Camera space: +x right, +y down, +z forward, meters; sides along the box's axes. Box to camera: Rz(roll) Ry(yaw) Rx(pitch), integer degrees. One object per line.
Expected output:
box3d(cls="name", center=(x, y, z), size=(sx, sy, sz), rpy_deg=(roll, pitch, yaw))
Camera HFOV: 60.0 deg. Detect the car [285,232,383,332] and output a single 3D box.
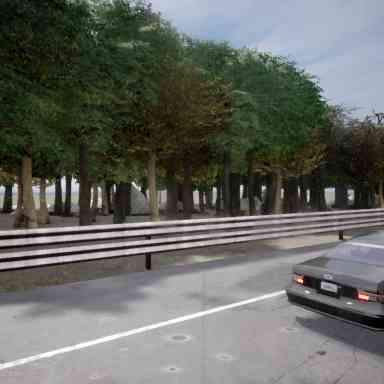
box3d(cls="car", center=(4.209, 1.547, 6.727), size=(5.357, 1.411, 2.033), rpy_deg=(0, 0, -36))
